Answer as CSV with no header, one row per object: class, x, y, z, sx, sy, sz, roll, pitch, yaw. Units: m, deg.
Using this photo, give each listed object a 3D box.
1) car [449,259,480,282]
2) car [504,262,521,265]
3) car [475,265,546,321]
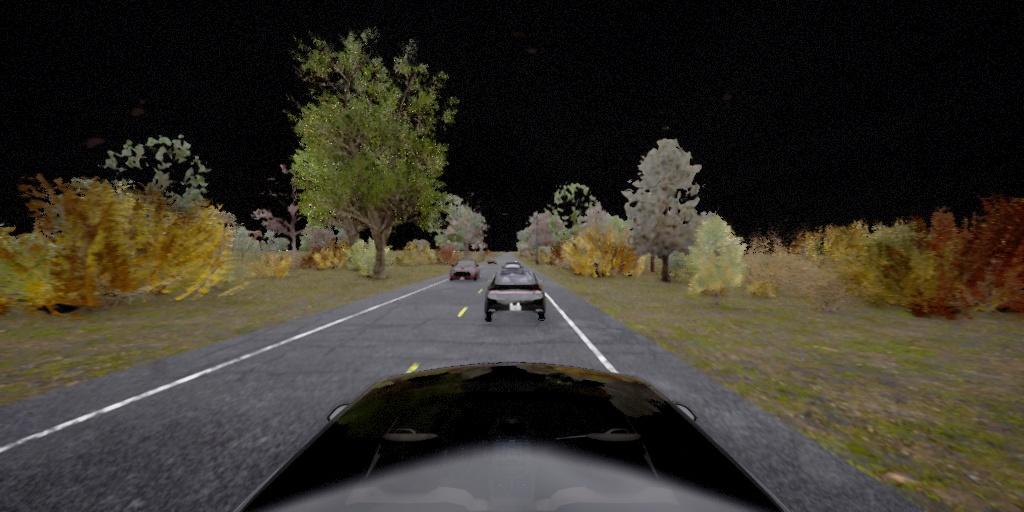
car,-3.640,1.048,28.398,2.097,1.767,4.553,0,0,0
car,0.043,1.221,29.701,1.812,1.442,4.674,0,0,0
car,0.095,1.225,12.402,2.128,1.511,4.902,0,0,0
